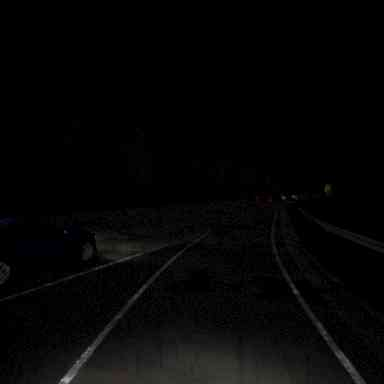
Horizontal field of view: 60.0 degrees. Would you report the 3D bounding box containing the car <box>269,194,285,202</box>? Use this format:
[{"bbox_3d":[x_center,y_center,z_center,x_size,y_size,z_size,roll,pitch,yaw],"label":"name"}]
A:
[{"bbox_3d":[22.415,1.466,87.865,2.150,2.045,5.566,0,0,22],"label":"car"}]

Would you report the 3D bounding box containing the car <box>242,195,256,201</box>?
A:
[{"bbox_3d":[15.893,1.757,90.410,2.033,1.411,5.357,0,0,22],"label":"car"}]

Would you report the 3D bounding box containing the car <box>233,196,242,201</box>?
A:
[{"bbox_3d":[12.638,1.745,91.697,2.033,1.411,5.357,0,0,22],"label":"car"}]

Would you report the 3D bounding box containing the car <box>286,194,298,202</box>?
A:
[{"bbox_3d":[25.821,1.851,86.965,1.895,1.301,4.718,0,0,22],"label":"car"}]

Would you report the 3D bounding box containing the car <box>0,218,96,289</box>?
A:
[{"bbox_3d":[-4.757,1.473,9.335,1.882,1.535,5.008,0,0,22],"label":"car"}]

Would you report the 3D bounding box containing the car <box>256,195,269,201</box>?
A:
[{"bbox_3d":[19.148,1.707,89.123,1.882,1.535,5.008,0,0,22],"label":"car"}]
